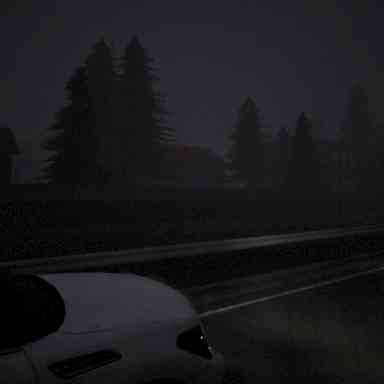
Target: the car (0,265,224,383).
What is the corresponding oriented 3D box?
[{"bbox_3d":[-2.372,1.216,2.055,5.566,2.045,2.150,0,0,-36],"label":"car"}]
